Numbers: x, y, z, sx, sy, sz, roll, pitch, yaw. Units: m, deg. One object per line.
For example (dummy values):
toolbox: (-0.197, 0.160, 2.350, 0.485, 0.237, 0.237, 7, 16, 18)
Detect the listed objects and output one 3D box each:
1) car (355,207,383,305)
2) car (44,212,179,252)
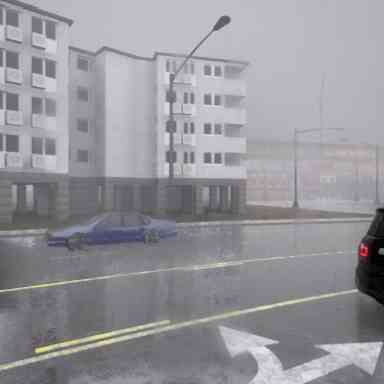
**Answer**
car: (5.697, 1.224, 6.288, 5.566, 2.045, 2.150, 0, 0, -23)
car: (-3.253, 1.549, 13.963, 5.357, 1.411, 2.033, 0, 0, -28)
